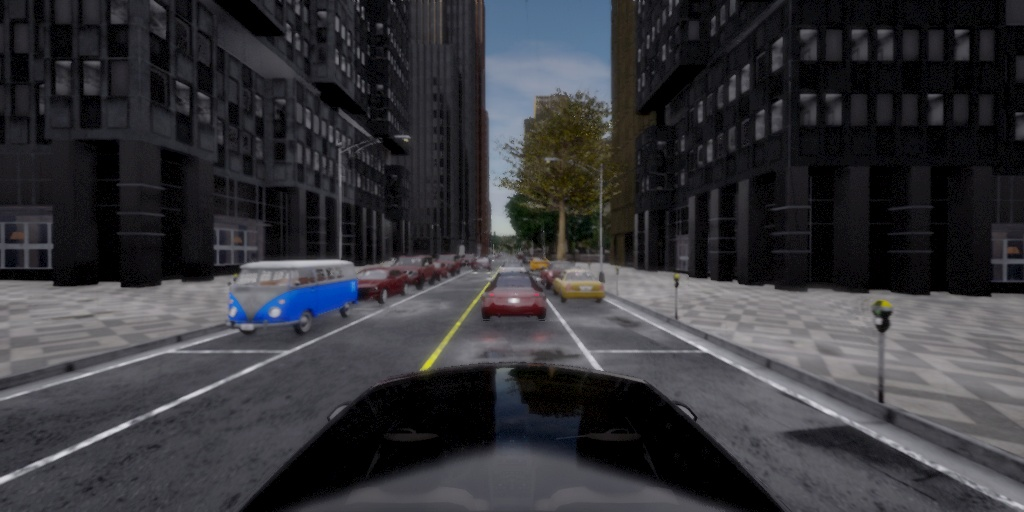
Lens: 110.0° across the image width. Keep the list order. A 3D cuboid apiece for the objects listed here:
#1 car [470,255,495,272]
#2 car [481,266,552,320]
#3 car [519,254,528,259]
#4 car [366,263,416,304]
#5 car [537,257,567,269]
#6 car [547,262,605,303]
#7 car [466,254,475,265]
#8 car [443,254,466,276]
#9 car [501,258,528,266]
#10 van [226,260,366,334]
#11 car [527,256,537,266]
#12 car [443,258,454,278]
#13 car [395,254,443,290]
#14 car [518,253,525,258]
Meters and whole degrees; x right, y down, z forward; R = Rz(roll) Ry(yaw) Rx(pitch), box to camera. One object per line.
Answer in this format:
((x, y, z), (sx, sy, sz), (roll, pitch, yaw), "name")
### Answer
((-3.150, 0.911, 38.940), (1.812, 1.442, 4.674), (0, 0, 0), "car")
((0.061, 1.211, 12.125), (1.994, 1.385, 4.181), (0, 1, 0), "car")
((2.682, 0.752, 59.557), (1.948, 1.339, 4.313), (0, 0, 0), "car")
((-5.782, 1.161, 15.438), (1.888, 1.381, 4.507), (0, 0, 0), "car")
((2.736, 1.000, 20.967), (1.967, 1.591, 4.097), (0, 0, 0), "car")
((2.743, 1.139, 15.625), (1.751, 1.417, 4.829), (0, 0, 0), "car")
((-5.828, 0.608, 48.512), (2.192, 1.841, 5.009), (0, 0, 0), "car")
((-5.805, 0.769, 31.975), (2.192, 1.841, 5.009), (0, 0, 0), "car")
((0.046, 1.087, 28.575), (1.895, 1.301, 4.718), (0, 1, 0), "car")
((-5.774, 1.011, 9.925), (1.690, 1.789, 3.998), (0, 0, 0), "van")
((2.949, 0.869, 38.281), (1.882, 1.535, 5.008), (0, 1, 0), "car")
((-5.797, 1.053, 26.462), (1.888, 1.381, 4.507), (0, 0, 0), "car")
((-5.789, 0.877, 20.950), (2.192, 1.841, 5.009), (0, 0, 0), "car")
((2.674, 0.685, 65.070), (2.007, 1.370, 4.403), (0, 0, 0), "car")
